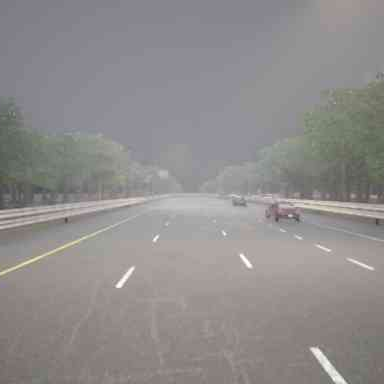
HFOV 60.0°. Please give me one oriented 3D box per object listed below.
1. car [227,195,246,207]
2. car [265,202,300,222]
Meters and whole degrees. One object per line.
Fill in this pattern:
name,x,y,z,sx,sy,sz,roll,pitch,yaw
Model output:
car,7.034,1.491,50.524,2.128,1.511,4.902,0,0,0
car,7.015,1.530,25.973,1.812,1.442,4.674,0,0,0
